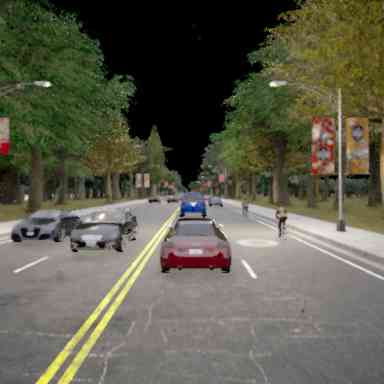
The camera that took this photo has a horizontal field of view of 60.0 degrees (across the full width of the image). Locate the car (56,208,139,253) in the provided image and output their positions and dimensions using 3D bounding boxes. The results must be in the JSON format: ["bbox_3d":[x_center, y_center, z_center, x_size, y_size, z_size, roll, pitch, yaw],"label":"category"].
[{"bbox_3d":[-3.346,1.427,13.480,2.128,1.511,4.902,0,0,0],"label":"car"}]

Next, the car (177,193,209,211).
[{"bbox_3d":[0.104,1.095,29.196,2.150,2.045,5.566,0,0,0],"label":"car"}]

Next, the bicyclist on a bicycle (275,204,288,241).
[{"bbox_3d":[4.143,1.381,15.389,0.582,1.620,1.656,0,0,0],"label":"bicyclist on a bicycle"}]

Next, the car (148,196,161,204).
[{"bbox_3d":[-6.532,1.391,57.937,1.895,1.301,4.718,0,0,1],"label":"car"}]

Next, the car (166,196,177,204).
[{"bbox_3d":[-3.288,1.394,56.339,1.895,1.301,4.718,0,0,1],"label":"car"}]

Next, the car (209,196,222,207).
[{"bbox_3d":[3.357,1.361,48.340,2.033,1.411,5.357,0,0,0],"label":"car"}]

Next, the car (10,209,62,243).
[{"bbox_3d":[-6.596,1.490,15.551,1.994,1.385,4.181,0,0,0],"label":"car"}]

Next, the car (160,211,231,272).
[{"bbox_3d":[0.101,1.512,10.645,1.994,1.385,4.181,0,0,0],"label":"car"}]

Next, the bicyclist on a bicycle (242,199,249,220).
[{"bbox_3d":[4.145,1.340,25.807,0.582,1.620,1.656,0,0,0],"label":"bicyclist on a bicycle"}]

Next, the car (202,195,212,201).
[{"bbox_3d":[3.263,1.323,73.489,1.994,1.385,4.181,0,0,0],"label":"car"}]
